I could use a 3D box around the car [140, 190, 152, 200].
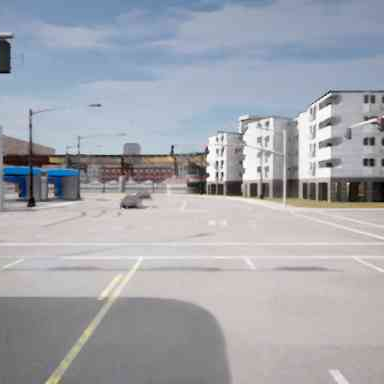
[{"bbox_3d":[-8.252,0.418,57.931,2.097,1.767,4.553,-1,1,-17],"label":"car"}]

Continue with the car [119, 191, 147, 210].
[{"bbox_3d":[-6.333,1.056,35.025,1.837,1.490,4.892,0,3,0],"label":"car"}]
